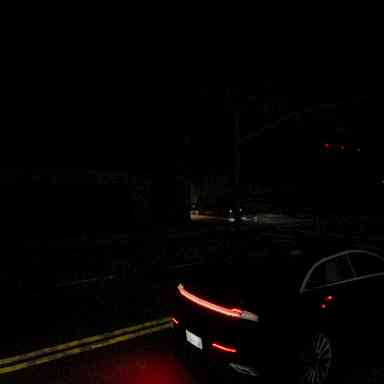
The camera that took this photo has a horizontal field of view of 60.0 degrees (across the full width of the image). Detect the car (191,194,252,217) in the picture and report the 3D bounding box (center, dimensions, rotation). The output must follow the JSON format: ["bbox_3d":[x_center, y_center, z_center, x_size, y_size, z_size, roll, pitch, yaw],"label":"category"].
[{"bbox_3d":[2.578,1.222,31.302,2.150,2.045,5.566,0,0,-36],"label":"car"}]

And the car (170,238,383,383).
[{"bbox_3d":[1.998,1.492,5.255,4.902,1.511,2.128,0,0,-35],"label":"car"}]

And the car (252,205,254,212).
[{"bbox_3d":[4.295,1.478,34.845,1.882,1.535,5.008,0,0,-37],"label":"car"}]

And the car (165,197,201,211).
[{"bbox_3d":[-1.243,1.492,42.265,2.128,1.511,4.902,0,0,-37],"label":"car"}]
